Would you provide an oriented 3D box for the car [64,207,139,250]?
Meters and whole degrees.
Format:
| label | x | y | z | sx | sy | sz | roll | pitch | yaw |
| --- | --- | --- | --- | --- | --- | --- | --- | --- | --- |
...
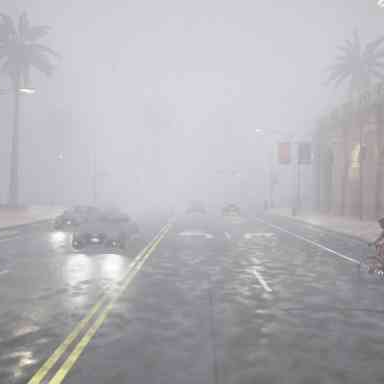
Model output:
| label | x | y | z | sx | sy | sz | roll | pitch | yaw |
| --- | --- | --- | --- | --- | --- | --- | --- | --- | --- |
| car | -3.515 | 1.564 | 14.141 | 1.994 | 1.385 | 4.181 | 0 | 0 | 1 |

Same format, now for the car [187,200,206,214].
| label | x | y | z | sx | sy | sz | roll | pitch | yaw |
| --- | --- | --- | --- | --- | --- | --- | --- | --- | --- |
| car | 0.436 | 1.547 | 34.868 | 2.033 | 1.411 | 5.357 | 0 | 0 | 1 |

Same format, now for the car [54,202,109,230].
| label | x | y | z | sx | sy | sz | roll | pitch | yaw |
| --- | --- | --- | --- | --- | --- | --- | --- | --- | --- |
| car | -6.934 | 1.564 | 20.765 | 1.994 | 1.385 | 4.181 | 0 | 0 | 1 |

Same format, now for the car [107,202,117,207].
| label | x | y | z | sx | sy | sz | roll | pitch | yaw |
| --- | --- | --- | --- | --- | --- | --- | --- | --- | --- |
| car | -6.783 | 1.529 | 25.700 | 1.812 | 1.442 | 4.674 | 0 | 0 | 1 |

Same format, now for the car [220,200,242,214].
| label | x | y | z | sx | sy | sz | roll | pitch | yaw |
| --- | --- | --- | --- | --- | --- | --- | --- | --- | --- |
| car | 3.970 | 1.526 | 34.847 | 1.812 | 1.442 | 4.674 | 0 | 0 | 2 |

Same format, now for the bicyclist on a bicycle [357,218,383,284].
| label | x | y | z | sx | sy | sz | roll | pitch | yaw |
| --- | --- | --- | --- | --- | --- | --- | --- | --- | --- |
| bicyclist on a bicycle | 4.843 | 1.446 | 8.101 | 1.656 | 1.620 | 0.582 | -1 | 0 | 0 |
